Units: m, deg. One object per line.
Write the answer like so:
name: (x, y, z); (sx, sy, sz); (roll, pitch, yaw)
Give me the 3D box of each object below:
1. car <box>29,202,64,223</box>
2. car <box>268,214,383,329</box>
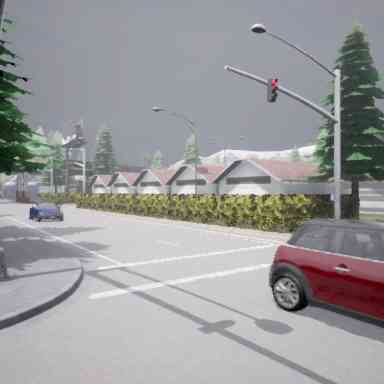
car: (-11.443, 1.521, 25.947); (1.812, 1.442, 4.674); (0, 1, -36)
car: (3.531, 1.305, 5.528); (2.097, 1.767, 4.553); (0, 0, -36)
